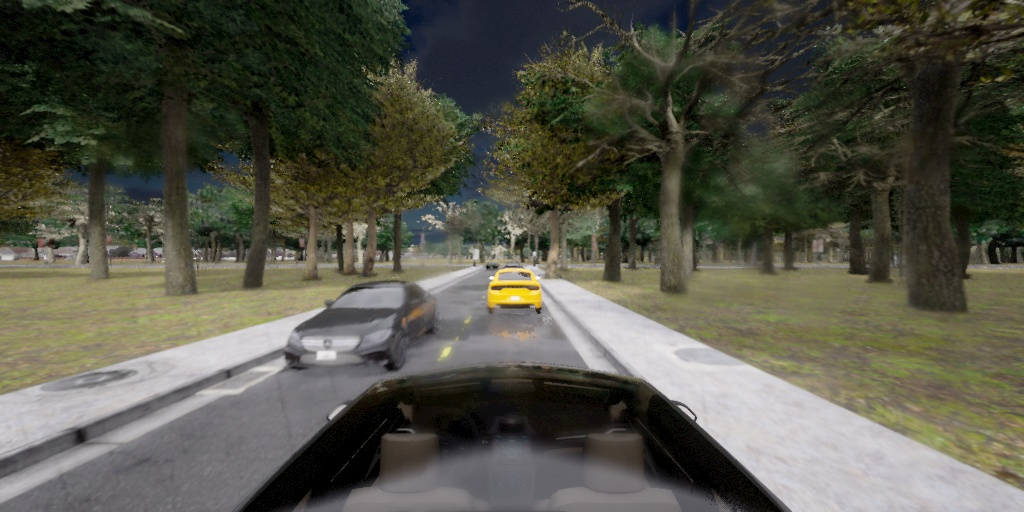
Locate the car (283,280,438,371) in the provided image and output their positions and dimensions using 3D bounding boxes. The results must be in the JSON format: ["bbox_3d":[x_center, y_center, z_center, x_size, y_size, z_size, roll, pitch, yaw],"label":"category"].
[{"bbox_3d":[-2.848,1.280,7.853,1.812,1.442,4.674,0,0,0],"label":"car"}]

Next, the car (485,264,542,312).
[{"bbox_3d":[0.105,1.236,14.212,1.882,1.535,5.008,0,0,0],"label":"car"}]

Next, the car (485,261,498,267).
[{"bbox_3d":[-2.798,1.399,51.444,1.895,1.301,4.718,0,0,0],"label":"car"}]

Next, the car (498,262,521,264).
[{"bbox_3d":[0.112,1.264,32.497,2.128,1.511,4.902,0,0,0],"label":"car"}]
